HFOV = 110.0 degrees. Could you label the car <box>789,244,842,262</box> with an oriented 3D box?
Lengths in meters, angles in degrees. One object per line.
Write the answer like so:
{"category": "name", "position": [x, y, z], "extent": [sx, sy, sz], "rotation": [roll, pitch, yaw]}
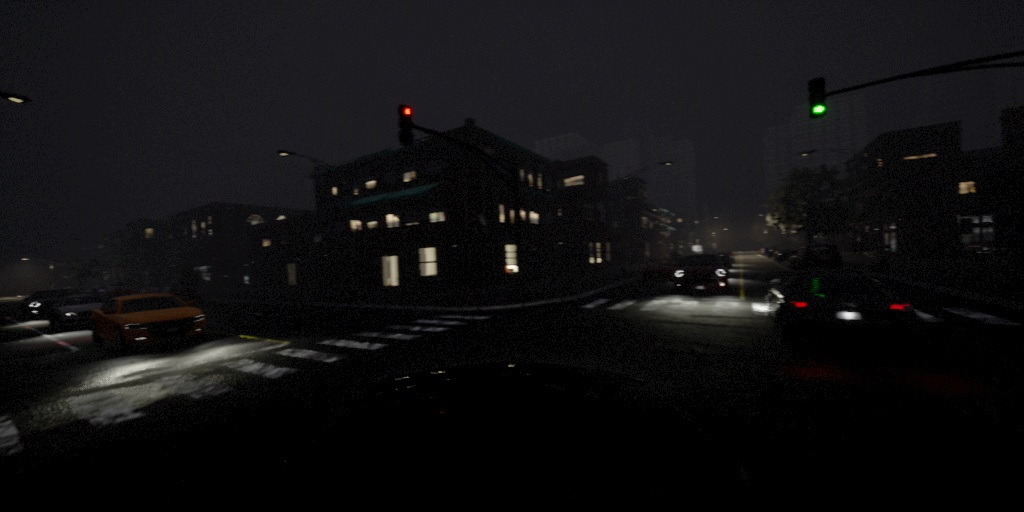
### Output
{"category": "car", "position": [19.922, 0.139, 23.432], "extent": [2.192, 1.841, 5.009], "rotation": [0, 0, 32]}

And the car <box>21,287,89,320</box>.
{"category": "car", "position": [-28.714, 2.891, 22.392], "extent": [4.553, 1.767, 2.097], "rotation": [-4, -1, 33]}

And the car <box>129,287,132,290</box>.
{"category": "car", "position": [-30.096, 3.268, 30.142], "extent": [4.207, 1.307, 1.802], "rotation": [0, 0, 32]}

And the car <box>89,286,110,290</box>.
{"category": "car", "position": [-39.346, 3.721, 32.943], "extent": [4.902, 1.511, 2.128], "rotation": [-4, -1, 32]}

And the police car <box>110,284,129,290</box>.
{"category": "police car", "position": [-42.258, 3.866, 38.389], "extent": [5.238, 1.638, 1.930], "rotation": [-4, -1, 32]}

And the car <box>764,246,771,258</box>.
{"category": "car", "position": [37.698, -0.388, 51.403], "extent": [1.802, 1.307, 4.207], "rotation": [0, 0, 32]}

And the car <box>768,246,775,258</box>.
{"category": "car", "position": [31.772, -0.158, 42.080], "extent": [2.007, 1.370, 4.403], "rotation": [0, 0, 32]}

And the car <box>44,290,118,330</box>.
{"category": "car", "position": [-20.198, 2.540, 16.962], "extent": [4.674, 1.442, 1.812], "rotation": [-4, -1, 33]}

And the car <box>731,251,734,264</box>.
{"category": "car", "position": [14.057, 0.648, 25.035], "extent": [2.033, 1.411, 5.357], "rotation": [-3, 0, 33]}

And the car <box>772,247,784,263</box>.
{"category": "car", "position": [28.810, -0.011, 37.419], "extent": [1.948, 1.339, 4.313], "rotation": [0, 0, 32]}

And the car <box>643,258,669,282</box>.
{"category": "car", "position": [9.824, 0.843, 23.319], "extent": [1.888, 1.381, 4.507], "rotation": [0, 0, 32]}

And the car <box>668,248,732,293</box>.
{"category": "car", "position": [8.977, 0.684, 16.943], "extent": [2.097, 1.767, 4.553], "rotation": [-3, 0, 31]}

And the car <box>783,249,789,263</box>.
{"category": "car", "position": [22.884, 0.256, 28.095], "extent": [1.948, 1.339, 4.313], "rotation": [0, 0, 32]}

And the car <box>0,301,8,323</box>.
{"category": "car", "position": [-24.940, 2.814, 16.841], "extent": [4.829, 1.417, 1.751], "rotation": [0, 0, 32]}

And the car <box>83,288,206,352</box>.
{"category": "car", "position": [-11.850, 1.977, 11.646], "extent": [5.008, 1.535, 1.882], "rotation": [-3, -1, 32]}

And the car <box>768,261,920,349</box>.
{"category": "car", "position": [7.070, 0.981, 8.089], "extent": [1.994, 1.385, 4.181], "rotation": [-3, 0, 32]}

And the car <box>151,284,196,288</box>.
{"category": "car", "position": [-25.302, 2.830, 27.116], "extent": [4.097, 1.591, 1.967], "rotation": [0, 0, 32]}
